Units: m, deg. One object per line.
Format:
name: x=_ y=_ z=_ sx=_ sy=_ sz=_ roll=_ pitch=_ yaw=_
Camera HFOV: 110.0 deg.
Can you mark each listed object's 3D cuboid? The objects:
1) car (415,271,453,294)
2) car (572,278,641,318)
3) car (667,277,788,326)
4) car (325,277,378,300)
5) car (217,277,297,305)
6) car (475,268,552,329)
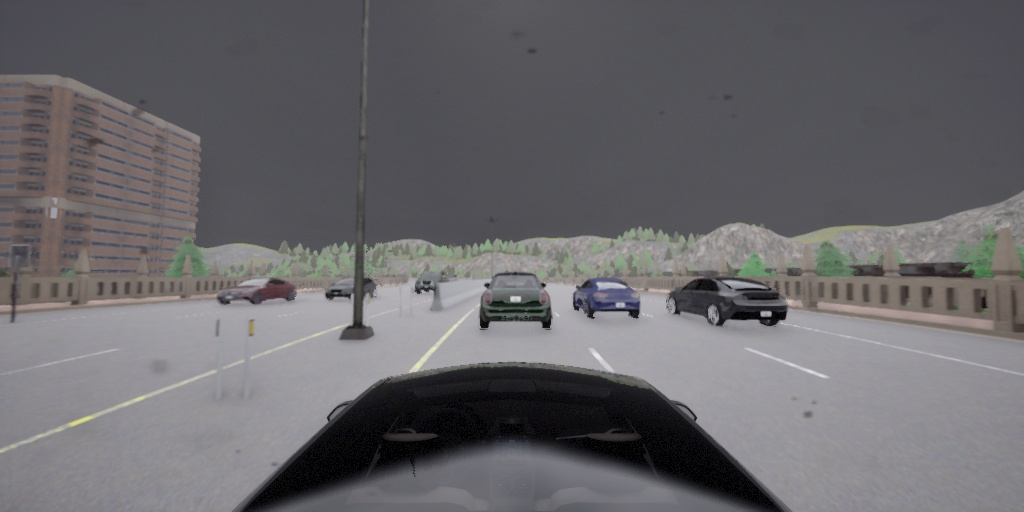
car: x=-7.087 y=2.361 z=32.450 sx=2.150 sy=2.045 sz=5.566 roll=0 pitch=-3 yaw=0
car: x=3.604 y=1.583 z=14.224 sx=1.812 sy=1.442 sz=4.674 roll=0 pitch=-3 yaw=0
car: x=7.103 y=1.477 z=12.448 sx=1.837 sy=1.490 sz=4.892 roll=0 pitch=-2 yaw=0
car: x=-10.591 y=2.137 z=24.004 sx=1.837 sy=1.490 sz=4.892 roll=0 pitch=-3 yaw=0
car: x=-14.084 y=1.928 z=20.181 sx=1.812 sy=1.442 sz=4.674 roll=0 pitch=-3 yaw=0
car: x=0.104 y=1.314 z=12.172 sx=2.097 sy=1.767 sz=4.553 roll=0 pitch=-2 yaw=0
